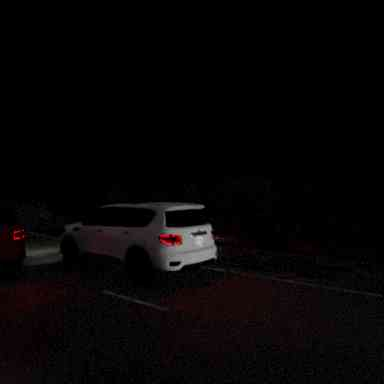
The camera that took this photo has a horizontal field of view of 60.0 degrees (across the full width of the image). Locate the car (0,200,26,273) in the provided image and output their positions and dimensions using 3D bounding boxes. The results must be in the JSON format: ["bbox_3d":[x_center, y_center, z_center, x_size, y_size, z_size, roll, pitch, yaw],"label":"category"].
[{"bbox_3d":[-7.073,1.359,10.243,5.566,2.045,2.150,-1,-1,44],"label":"car"}]

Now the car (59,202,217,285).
[{"bbox_3d":[-1.846,1.325,10.161,5.566,2.045,2.150,-1,-1,41],"label":"car"}]
